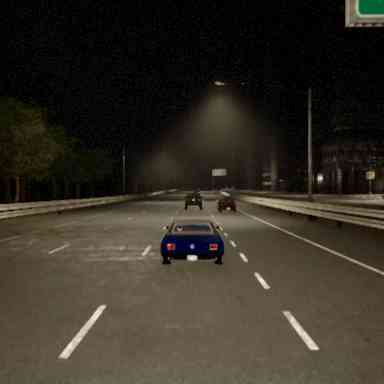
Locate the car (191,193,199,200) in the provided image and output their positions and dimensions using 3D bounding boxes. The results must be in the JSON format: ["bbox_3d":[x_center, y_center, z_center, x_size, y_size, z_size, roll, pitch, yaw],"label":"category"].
[{"bbox_3d":[0.695,1.116,79.401,1.812,1.442,4.674,0,1,1],"label":"car"}]

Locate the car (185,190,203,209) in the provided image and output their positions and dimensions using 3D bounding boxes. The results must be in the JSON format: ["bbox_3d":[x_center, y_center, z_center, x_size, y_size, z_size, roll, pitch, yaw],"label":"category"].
[{"bbox_3d":[0.213,1.089,43.347,2.150,2.045,5.566,0,0,1],"label":"car"}]

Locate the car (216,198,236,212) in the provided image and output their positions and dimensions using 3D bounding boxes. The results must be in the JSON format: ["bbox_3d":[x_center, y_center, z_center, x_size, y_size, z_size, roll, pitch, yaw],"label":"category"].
[{"bbox_3d":[3.754,1.415,36.725,1.837,1.490,4.892,0,1,0],"label":"car"}]

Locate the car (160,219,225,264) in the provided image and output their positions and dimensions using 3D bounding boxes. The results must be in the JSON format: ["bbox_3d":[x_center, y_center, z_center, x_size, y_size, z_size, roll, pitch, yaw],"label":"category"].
[{"bbox_3d":[0.018,1.594,11.724,1.895,1.301,4.718,0,0,0],"label":"car"}]
